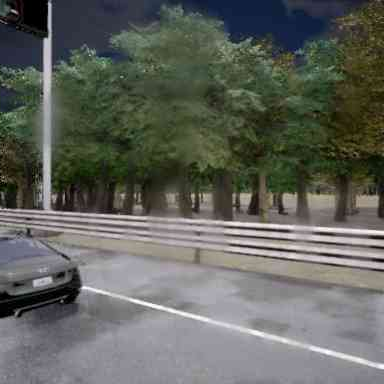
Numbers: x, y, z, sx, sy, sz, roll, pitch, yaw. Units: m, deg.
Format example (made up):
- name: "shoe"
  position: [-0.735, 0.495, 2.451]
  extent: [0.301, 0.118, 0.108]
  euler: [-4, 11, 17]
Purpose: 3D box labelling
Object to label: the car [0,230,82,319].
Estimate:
- name: "car"
  position: [-4.185, 1.504, 6.852]
  extent: [4.181, 1.385, 1.994]
  euler: [0, 0, 35]
